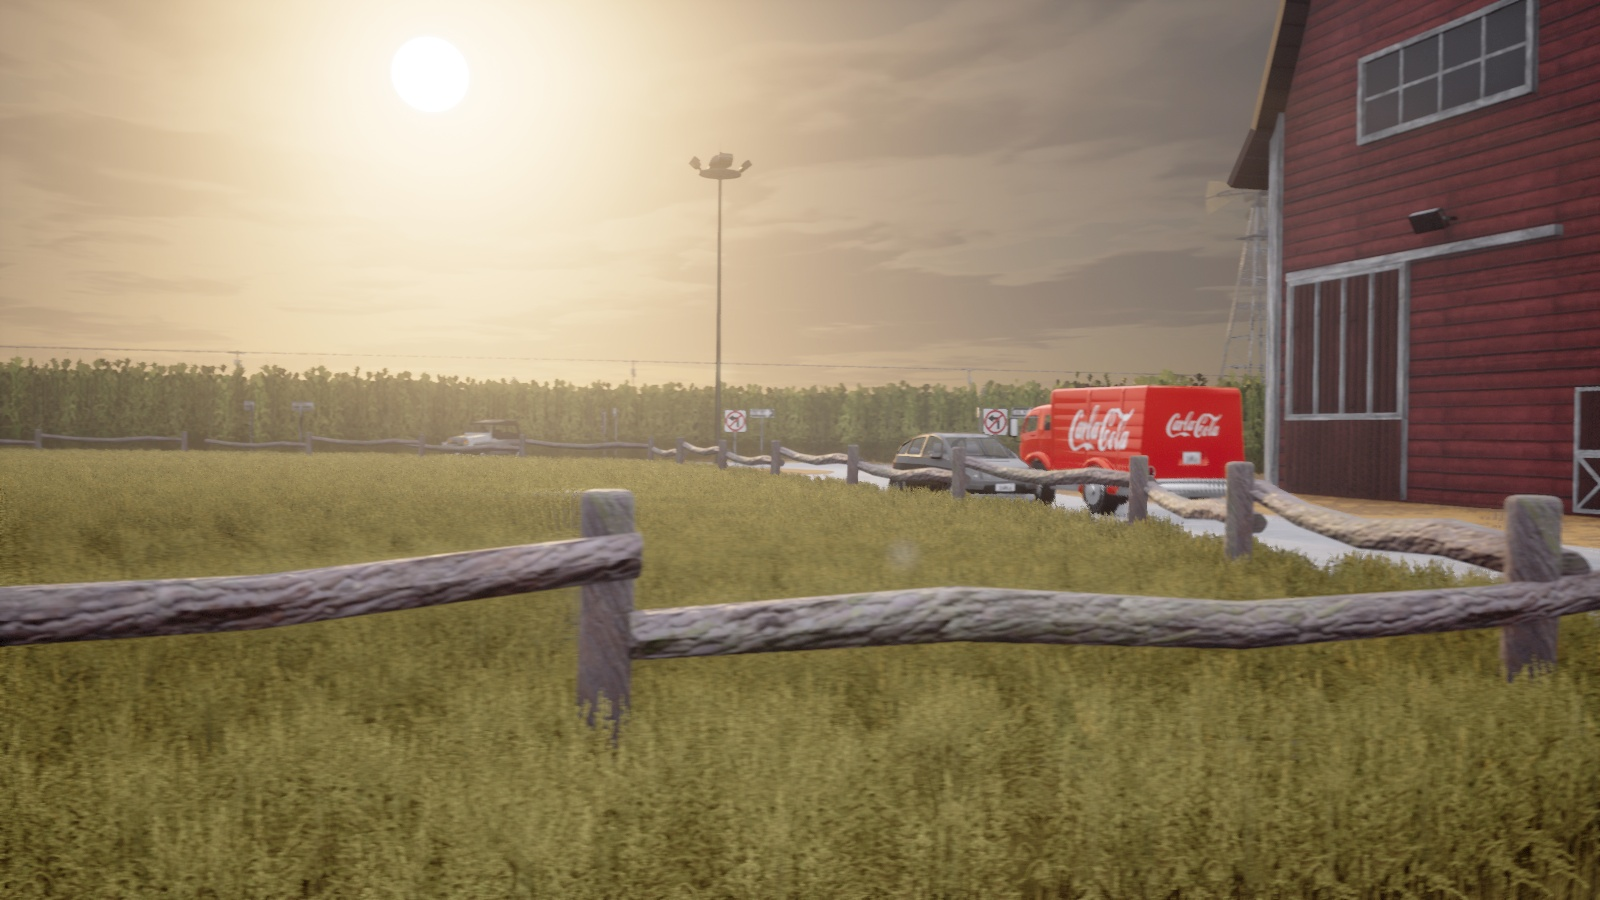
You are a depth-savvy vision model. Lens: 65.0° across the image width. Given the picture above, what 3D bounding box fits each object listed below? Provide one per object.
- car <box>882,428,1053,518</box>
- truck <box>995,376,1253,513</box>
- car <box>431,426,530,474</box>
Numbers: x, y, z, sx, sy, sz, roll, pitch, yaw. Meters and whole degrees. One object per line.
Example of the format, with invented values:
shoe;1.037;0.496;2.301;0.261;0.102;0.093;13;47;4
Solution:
car;3.100;0.378;24.036;1.789;1.549;3.705;-1;1;-18
truck;6.337;-0.144;25.363;2.627;2.467;5.204;-1;1;-19
car;-12.878;-0.030;50.835;1.905;1.878;3.866;0;1;24
